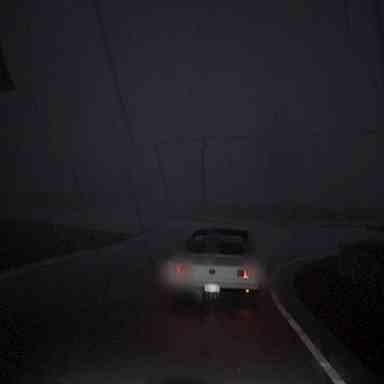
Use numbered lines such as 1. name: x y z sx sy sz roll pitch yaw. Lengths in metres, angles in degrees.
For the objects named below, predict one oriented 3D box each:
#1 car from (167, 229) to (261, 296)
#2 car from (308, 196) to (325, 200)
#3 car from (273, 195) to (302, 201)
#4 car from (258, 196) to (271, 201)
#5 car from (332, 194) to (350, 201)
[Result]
1. car: 0.821 1.617 8.761 1.895 1.301 4.718 0 0 11
2. car: 31.600 1.660 84.171 4.193 1.474 1.816 0 0 3
3. car: 17.840 1.423 61.107 4.605 1.855 1.932 0 0 3
4. car: 18.693 1.675 83.570 3.905 1.438 1.784 0 0 3
5. car: 31.548 1.443 70.678 3.866 1.878 1.905 0 0 3
